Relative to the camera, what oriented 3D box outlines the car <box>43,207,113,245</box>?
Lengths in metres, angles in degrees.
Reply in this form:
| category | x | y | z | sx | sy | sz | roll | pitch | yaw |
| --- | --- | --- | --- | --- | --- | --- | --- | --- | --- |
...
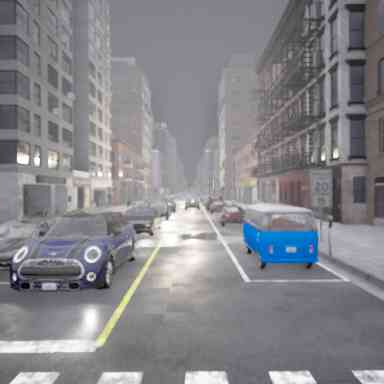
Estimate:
| category | x | y | z | sx | sy | sz | roll | pitch | yaw |
| --- | --- | --- | --- | --- | --- | --- | --- | --- | --- |
| car | -5.373 | 1.546 | 16.401 | 1.887 | 1.381 | 4.507 | 0 | 0 | 0 |

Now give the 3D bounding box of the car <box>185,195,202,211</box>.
| category | x | y | z | sx | sy | sz | roll | pitch | yaw |
| --- | --- | --- | --- | --- | --- | --- | --- | --- | --- |
| car | 0.046 | 1.468 | 40.434 | 2.033 | 1.411 | 5.357 | 0 | 0 | 0 |

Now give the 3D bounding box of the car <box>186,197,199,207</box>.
| category | x | y | z | sx | sy | sz | roll | pitch | yaw |
| --- | --- | --- | --- | --- | --- | --- | --- | --- | --- |
| car | 0.063 | 1.498 | 51.125 | 1.895 | 1.301 | 4.718 | 0 | 0 | 0 |

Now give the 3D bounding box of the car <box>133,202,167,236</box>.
| category | x | y | z | sx | sy | sz | roll | pitch | yaw |
| --- | --- | --- | --- | --- | --- | --- | --- | --- | --- |
| car | -2.788 | 1.529 | 18.577 | 2.033 | 1.411 | 5.357 | 0 | 0 | 0 |

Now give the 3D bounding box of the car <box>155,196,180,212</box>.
| category | x | y | z | sx | sy | sz | roll | pitch | yaw |
| --- | --- | --- | --- | --- | --- | --- | --- | --- | --- |
| car | -2.745 | 1.512 | 36.570 | 1.994 | 1.385 | 4.181 | 0 | 0 | 1 |

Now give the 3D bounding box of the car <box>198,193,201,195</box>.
| category | x | y | z | sx | sy | sz | roll | pitch | yaw |
| --- | --- | --- | --- | --- | --- | --- | --- | --- | --- |
| car | 2.726 | 1.395 | 73.212 | 1.947 | 1.339 | 4.313 | 0 | 0 | 0 |

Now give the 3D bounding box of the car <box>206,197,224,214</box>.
| category | x | y | z | sx | sy | sz | roll | pitch | yaw |
| --- | --- | --- | --- | --- | --- | --- | --- | --- | --- |
| car | 2.675 | 1.501 | 33.443 | 1.802 | 1.307 | 4.206 | 0 | 0 | 0 |

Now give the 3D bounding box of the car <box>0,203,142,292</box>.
| category | x | y | z | sx | sy | sz | roll | pitch | yaw |
| --- | --- | --- | --- | --- | --- | --- | --- | --- | --- |
| car | -2.891 | 1.349 | 9.102 | 2.097 | 1.767 | 4.553 | 0 | 0 | 1 |

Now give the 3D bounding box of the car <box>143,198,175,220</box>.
| category | x | y | z | sx | sy | sz | roll | pitch | yaw |
| --- | --- | --- | --- | --- | --- | --- | --- | --- | --- |
| car | -2.739 | 1.490 | 28.041 | 1.812 | 1.442 | 4.674 | 0 | 0 | 0 |

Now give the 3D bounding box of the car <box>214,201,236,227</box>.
| category | x | y | z | sx | sy | sz | roll | pitch | yaw |
| --- | --- | --- | --- | --- | --- | --- | --- | --- | --- |
| car | 2.660 | 1.522 | 22.080 | 1.802 | 1.307 | 4.206 | 0 | 0 | 0 |

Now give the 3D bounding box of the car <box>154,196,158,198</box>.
| category | x | y | z | sx | sy | sz | roll | pitch | yaw |
| --- | --- | --- | --- | --- | --- | --- | --- | --- | --- |
| car | -5.343 | 1.525 | 39.129 | 1.947 | 1.339 | 4.313 | 0 | 0 | 0 |

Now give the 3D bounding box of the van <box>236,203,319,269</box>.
| category | x | y | z | sx | sy | sz | roll | pitch | yaw |
| --- | --- | --- | --- | --- | --- | --- | --- | --- | --- |
| van | 2.643 | 1.299 | 10.717 | 1.690 | 1.788 | 3.998 | 0 | 0 | 0 |

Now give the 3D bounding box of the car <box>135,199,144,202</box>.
| category | x | y | z | sx | sy | sz | roll | pitch | yaw |
| --- | --- | --- | --- | --- | --- | --- | --- | --- | --- |
| car | -5.351 | 1.497 | 33.277 | 1.752 | 1.417 | 4.829 | 0 | 0 | 0 |

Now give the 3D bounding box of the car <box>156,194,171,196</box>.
| category | x | y | z | sx | sy | sz | roll | pitch | yaw |
| --- | --- | --- | --- | --- | --- | --- | --- | --- | --- |
| car | -5.323 | 1.236 | 56.173 | 2.192 | 1.841 | 5.009 | 0 | 0 | 0 |

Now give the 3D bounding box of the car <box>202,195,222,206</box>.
| category | x | y | z | sx | sy | sz | roll | pitch | yaw |
| --- | --- | --- | --- | --- | --- | --- | --- | --- | --- |
| car | 2.680 | 1.221 | 39.124 | 2.192 | 1.841 | 5.009 | 0 | 0 | 0 |

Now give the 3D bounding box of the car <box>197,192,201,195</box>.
| category | x | y | z | sx | sy | sz | roll | pitch | yaw |
| --- | --- | --- | --- | --- | --- | --- | --- | --- | --- |
| car | 2.740 | 1.328 | 84.744 | 1.752 | 1.417 | 4.829 | 0 | 0 | 0 |

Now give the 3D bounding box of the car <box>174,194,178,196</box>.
| category | x | y | z | sx | sy | sz | roll | pitch | yaw |
| --- | --- | --- | --- | --- | --- | --- | --- | --- | --- |
| car | -5.285 | 1.438 | 84.583 | 1.802 | 1.307 | 4.206 | 0 | 0 | 0 |
